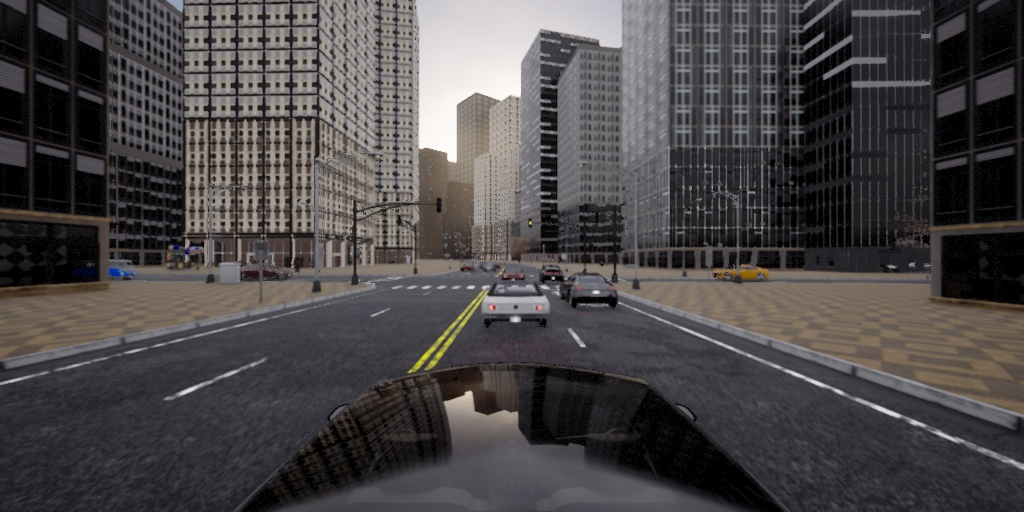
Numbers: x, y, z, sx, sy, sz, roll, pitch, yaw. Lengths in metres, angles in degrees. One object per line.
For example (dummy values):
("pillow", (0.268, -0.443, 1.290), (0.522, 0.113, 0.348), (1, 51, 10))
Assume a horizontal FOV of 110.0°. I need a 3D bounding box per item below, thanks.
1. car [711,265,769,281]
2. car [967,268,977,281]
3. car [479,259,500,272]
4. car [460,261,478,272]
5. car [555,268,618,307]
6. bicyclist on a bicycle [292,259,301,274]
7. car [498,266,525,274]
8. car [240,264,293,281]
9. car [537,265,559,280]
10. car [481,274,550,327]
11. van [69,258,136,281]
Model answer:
("car", (22.021, 1.598, 34.704), (5.008, 1.535, 1.882), (0, 0, 1))
("car", (47.108, 1.454, 34.117), (5.566, 2.045, 2.150), (1, 0, 2))
("car", (-3.333, 1.653, 53.867), (2.128, 1.511, 4.902), (0, 0, 0))
("car", (-6.584, 1.761, 53.476), (1.895, 1.301, 4.718), (0, 0, 0))
("car", (3.349, 1.437, 16.280), (1.994, 1.385, 4.181), (0, -1, 0))
("bicyclist on a bicycle", (-24.712, 1.209, 41.097), (0.582, 1.620, 1.656), (0, 0, 1))
("car", (0.101, 1.609, 29.741), (1.895, 1.301, 4.718), (0, -1, 0))
("car", (-22.329, 1.443, 32.301), (4.674, 1.442, 1.812), (0, 0, 1))
("car", (3.345, 1.537, 31.429), (1.837, 1.490, 4.892), (0, 0, 0))
("car", (0.099, 1.438, 11.890), (1.895, 1.301, 4.718), (0, 0, 0))
("van", (-33.940, 1.204, 29.996), (3.998, 1.789, 1.690), (0, 0, 1))
